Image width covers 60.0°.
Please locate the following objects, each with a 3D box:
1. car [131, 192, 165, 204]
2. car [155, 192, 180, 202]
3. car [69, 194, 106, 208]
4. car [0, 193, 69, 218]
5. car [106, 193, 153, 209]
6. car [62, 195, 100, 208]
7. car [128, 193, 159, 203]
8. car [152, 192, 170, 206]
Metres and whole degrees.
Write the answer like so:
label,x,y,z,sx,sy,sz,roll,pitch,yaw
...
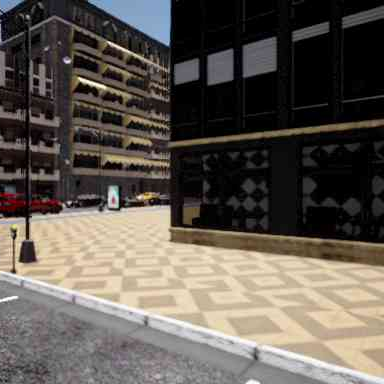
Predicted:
label,x,y,z,sx,sy,sz,roll,pitch,yaw
car,-6.096,0.825,46.898,1.882,1.535,5.008,0,1,35
car,-4.019,0.788,54.379,1.802,1.307,4.206,1,2,35
car,-12.049,1.034,38.412,2.128,1.511,4.902,0,1,35
car,-13.019,1.050,26.900,2.192,1.841,5.009,1,2,35
car,-6.658,1.094,35.995,1.947,1.339,4.313,1,2,35
car,-13.560,1.102,40.749,1.802,1.307,4.206,1,2,35
car,-7.199,0.862,49.835,2.008,1.369,4.403,1,2,35
car,-3.477,0.990,40.540,1.947,1.339,4.313,1,2,35
